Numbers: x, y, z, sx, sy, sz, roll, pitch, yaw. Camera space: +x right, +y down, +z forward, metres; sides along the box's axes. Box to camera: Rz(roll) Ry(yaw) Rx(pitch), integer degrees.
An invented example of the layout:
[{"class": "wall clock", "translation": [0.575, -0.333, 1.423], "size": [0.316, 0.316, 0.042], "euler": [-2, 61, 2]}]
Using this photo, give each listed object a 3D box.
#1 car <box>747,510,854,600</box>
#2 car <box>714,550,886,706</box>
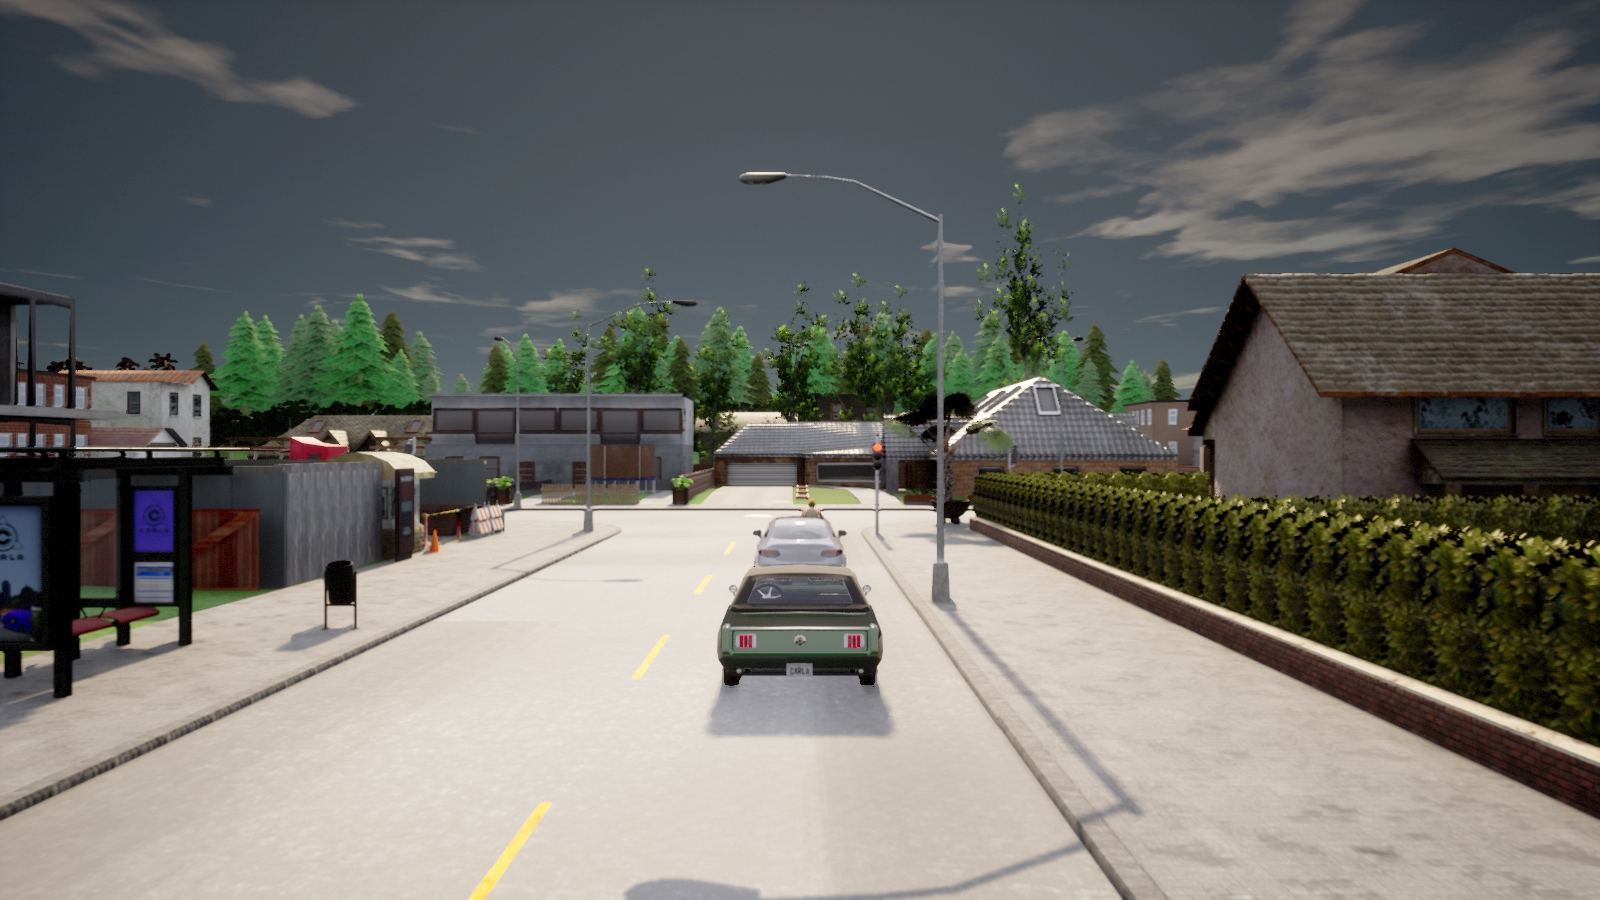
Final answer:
[{"class": "car", "translation": [-0.001, 2.081, 23.623], "size": [2.002, 1.442, 4.674], "euler": [0, 0, 0]}, {"class": "car", "translation": [0.000, 2.155, 14.889], "size": [1.895, 1.301, 4.718], "euler": [0, 0, 0]}]
